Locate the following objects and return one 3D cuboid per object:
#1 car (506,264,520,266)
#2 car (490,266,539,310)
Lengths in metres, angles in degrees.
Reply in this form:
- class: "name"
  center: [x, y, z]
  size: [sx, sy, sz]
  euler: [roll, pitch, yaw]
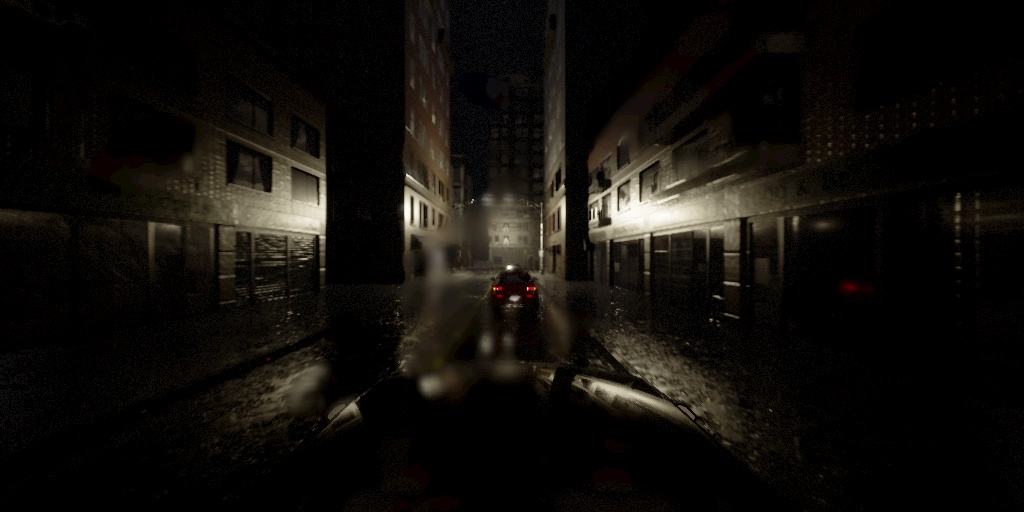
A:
- class: "car"
  center: [0.106, 1.392, 31.188]
  size: [1.994, 1.385, 4.181]
  euler: [0, 0, 0]
- class: "car"
  center: [0.087, 1.309, 14.794]
  size: [1.812, 1.442, 4.674]
  euler: [0, 0, 0]
